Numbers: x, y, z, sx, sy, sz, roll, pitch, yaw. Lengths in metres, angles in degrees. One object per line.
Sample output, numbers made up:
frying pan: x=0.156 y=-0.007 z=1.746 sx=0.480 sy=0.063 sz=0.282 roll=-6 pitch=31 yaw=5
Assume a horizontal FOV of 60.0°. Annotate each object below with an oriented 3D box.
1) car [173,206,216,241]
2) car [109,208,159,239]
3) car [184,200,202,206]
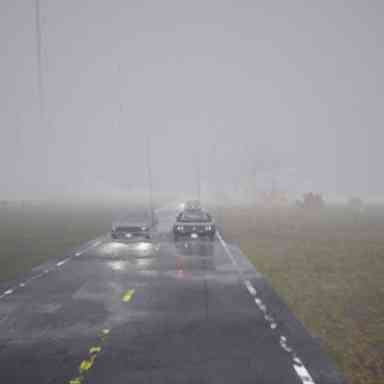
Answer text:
car: x=0.100 y=1.604 z=16.683 sx=1.895 sy=1.301 sz=4.718 roll=0 pitch=0 yaw=0
car: x=-2.828 y=1.551 z=17.493 sx=2.033 sy=1.411 sz=5.357 roll=0 pitch=0 yaw=0
car: x=0.098 y=1.558 z=36.018 sx=2.033 sy=1.411 sz=5.357 roll=0 pitch=0 yaw=0
